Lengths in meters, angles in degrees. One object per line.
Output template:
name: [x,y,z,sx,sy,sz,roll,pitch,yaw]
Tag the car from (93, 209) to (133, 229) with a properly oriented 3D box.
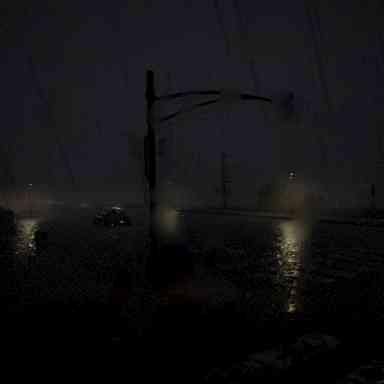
car: [-6.211,2.010,25.917,1.994,1.385,4.181,-2,1,-33]
